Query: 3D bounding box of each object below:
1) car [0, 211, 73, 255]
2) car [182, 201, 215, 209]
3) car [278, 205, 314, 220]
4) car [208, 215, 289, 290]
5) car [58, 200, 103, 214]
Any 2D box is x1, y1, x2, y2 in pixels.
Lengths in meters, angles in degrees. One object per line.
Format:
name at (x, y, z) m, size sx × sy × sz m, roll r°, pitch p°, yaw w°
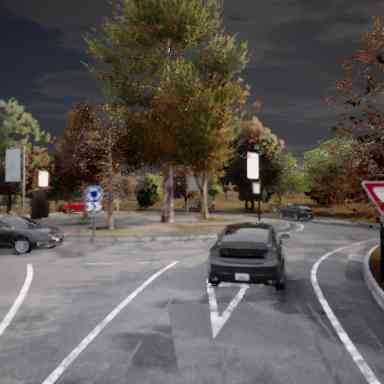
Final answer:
car at (-7.861, 1.730, 14.200) m, size 4.892 × 1.490 × 1.837 m, roll -1°, pitch -1°, yaw 14°
car at (0.800, 1.994, 45.945) m, size 4.674 × 1.442 × 1.812 m, roll 0°, pitch -1°, yaw 20°
car at (10.997, 2.173, 35.370) m, size 1.837 × 1.490 × 4.892 m, roll 2°, pitch -2°, yaw -15°
car at (1.710, 1.638, 9.607) m, size 1.837 × 1.490 × 4.892 m, roll -1°, pitch -1°, yaw 15°
car at (-14.630, 1.874, 43.767) m, size 5.566 × 2.045 × 2.150 m, roll 0°, pitch -2°, yaw -35°
